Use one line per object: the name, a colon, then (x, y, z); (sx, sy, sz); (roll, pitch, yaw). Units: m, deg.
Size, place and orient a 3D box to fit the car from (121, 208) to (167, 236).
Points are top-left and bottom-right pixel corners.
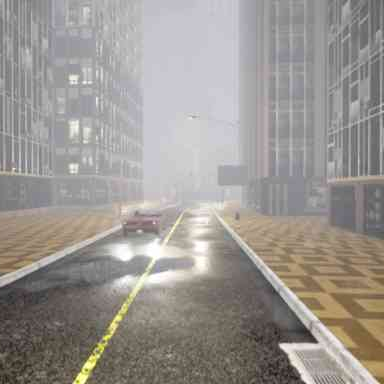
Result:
car: (-2.525, 1.595, 18.348); (1.895, 1.301, 4.718); (0, 0, 1)
